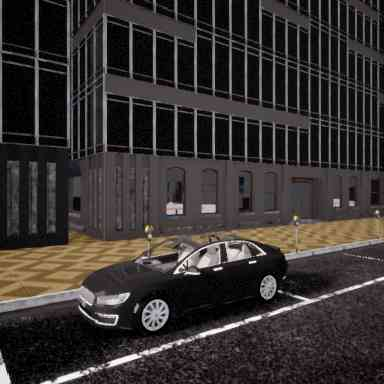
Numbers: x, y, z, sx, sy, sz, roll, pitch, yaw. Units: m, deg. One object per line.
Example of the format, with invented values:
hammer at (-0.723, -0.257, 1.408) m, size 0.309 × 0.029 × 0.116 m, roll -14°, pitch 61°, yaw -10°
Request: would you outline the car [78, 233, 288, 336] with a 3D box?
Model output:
car at (0.045, 1.551, 6.592) m, size 4.403 × 1.369 × 2.008 m, roll 0°, pitch 0°, yaw -35°
